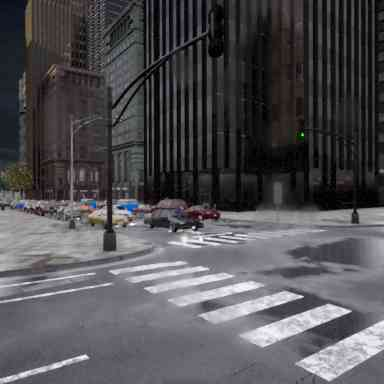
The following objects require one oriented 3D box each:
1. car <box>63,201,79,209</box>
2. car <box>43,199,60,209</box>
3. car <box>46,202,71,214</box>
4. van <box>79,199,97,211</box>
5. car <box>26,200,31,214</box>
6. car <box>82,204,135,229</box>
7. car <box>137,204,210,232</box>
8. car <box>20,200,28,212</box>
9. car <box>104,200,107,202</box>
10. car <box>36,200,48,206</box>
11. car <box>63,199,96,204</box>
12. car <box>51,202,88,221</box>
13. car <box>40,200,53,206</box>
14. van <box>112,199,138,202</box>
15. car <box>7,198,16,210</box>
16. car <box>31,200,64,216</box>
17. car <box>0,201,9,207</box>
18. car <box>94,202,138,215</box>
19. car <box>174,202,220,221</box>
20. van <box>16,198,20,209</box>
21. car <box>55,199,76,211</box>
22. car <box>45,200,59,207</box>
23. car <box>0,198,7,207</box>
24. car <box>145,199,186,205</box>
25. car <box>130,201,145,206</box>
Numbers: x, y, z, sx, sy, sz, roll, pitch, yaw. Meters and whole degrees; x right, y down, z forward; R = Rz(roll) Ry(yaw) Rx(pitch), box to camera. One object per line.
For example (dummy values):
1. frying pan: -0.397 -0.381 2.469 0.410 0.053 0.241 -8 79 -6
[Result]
1. car: -22.630 2.408 62.242 1.802 1.307 4.206 -1 0 -35
2. car: -27.011 2.240 63.831 2.097 1.767 4.553 0 -1 -35
3. car: -18.871 2.146 46.918 2.128 1.511 4.902 0 -1 -35
4. van: -17.012 2.038 54.384 1.690 1.788 3.998 -1 0 -35
5. car: -20.470 2.197 44.468 1.887 1.381 4.507 -1 0 -35
6. car: -6.233 1.843 24.408 1.752 1.417 4.829 -1 0 -35
7. car: -1.414 1.791 22.180 2.033 1.411 5.357 0 -1 -35
8. car: -23.299 2.158 48.452 1.967 1.590 4.097 -1 0 -35
9. car: -11.133 1.875 46.080 2.192 1.841 5.009 -1 0 -35
10. car: -37.684 2.711 83.454 2.008 1.369 4.403 -1 0 -35
11. car: -12.890 1.867 38.417 2.097 1.767 4.553 0 -1 -35
12. car: -11.986 2.004 32.515 2.008 1.369 4.403 -1 0 -35
13. car: -34.674 2.662 79.212 1.947 1.339 4.313 -1 0 -35
14. van: -8.194 1.833 41.929 1.690 1.788 3.998 -1 0 -35
15. car: -31.886 2.355 60.550 1.967 1.590 4.097 -1 0 -35
16. car: -17.647 1.901 40.484 2.192 1.841 5.009 -1 0 -35
17. car: -44.332 2.773 78.092 1.802 1.307 4.206 -1 0 -35
18. car: -7.012 1.902 30.122 1.812 1.442 4.674 0 -1 -35
19. car: 0.630 1.828 29.473 1.887 1.381 4.507 -1 0 -35
20. van: -26.129 2.124 52.436 1.690 1.788 3.998 -1 0 -35
21. car: -21.288 2.110 55.783 2.097 1.767 4.553 0 0 -36
22. car: -31.662 2.596 74.969 1.947 1.339 4.313 -1 0 -35
23. car: -41.221 2.668 73.707 1.887 1.381 4.507 -1 0 -35
24. car: -2.315 1.668 33.625 2.192 1.841 5.009 -1 0 -35
25. car: -5.249 2.004 37.777 1.802 1.307 4.206 -1 0 -35
